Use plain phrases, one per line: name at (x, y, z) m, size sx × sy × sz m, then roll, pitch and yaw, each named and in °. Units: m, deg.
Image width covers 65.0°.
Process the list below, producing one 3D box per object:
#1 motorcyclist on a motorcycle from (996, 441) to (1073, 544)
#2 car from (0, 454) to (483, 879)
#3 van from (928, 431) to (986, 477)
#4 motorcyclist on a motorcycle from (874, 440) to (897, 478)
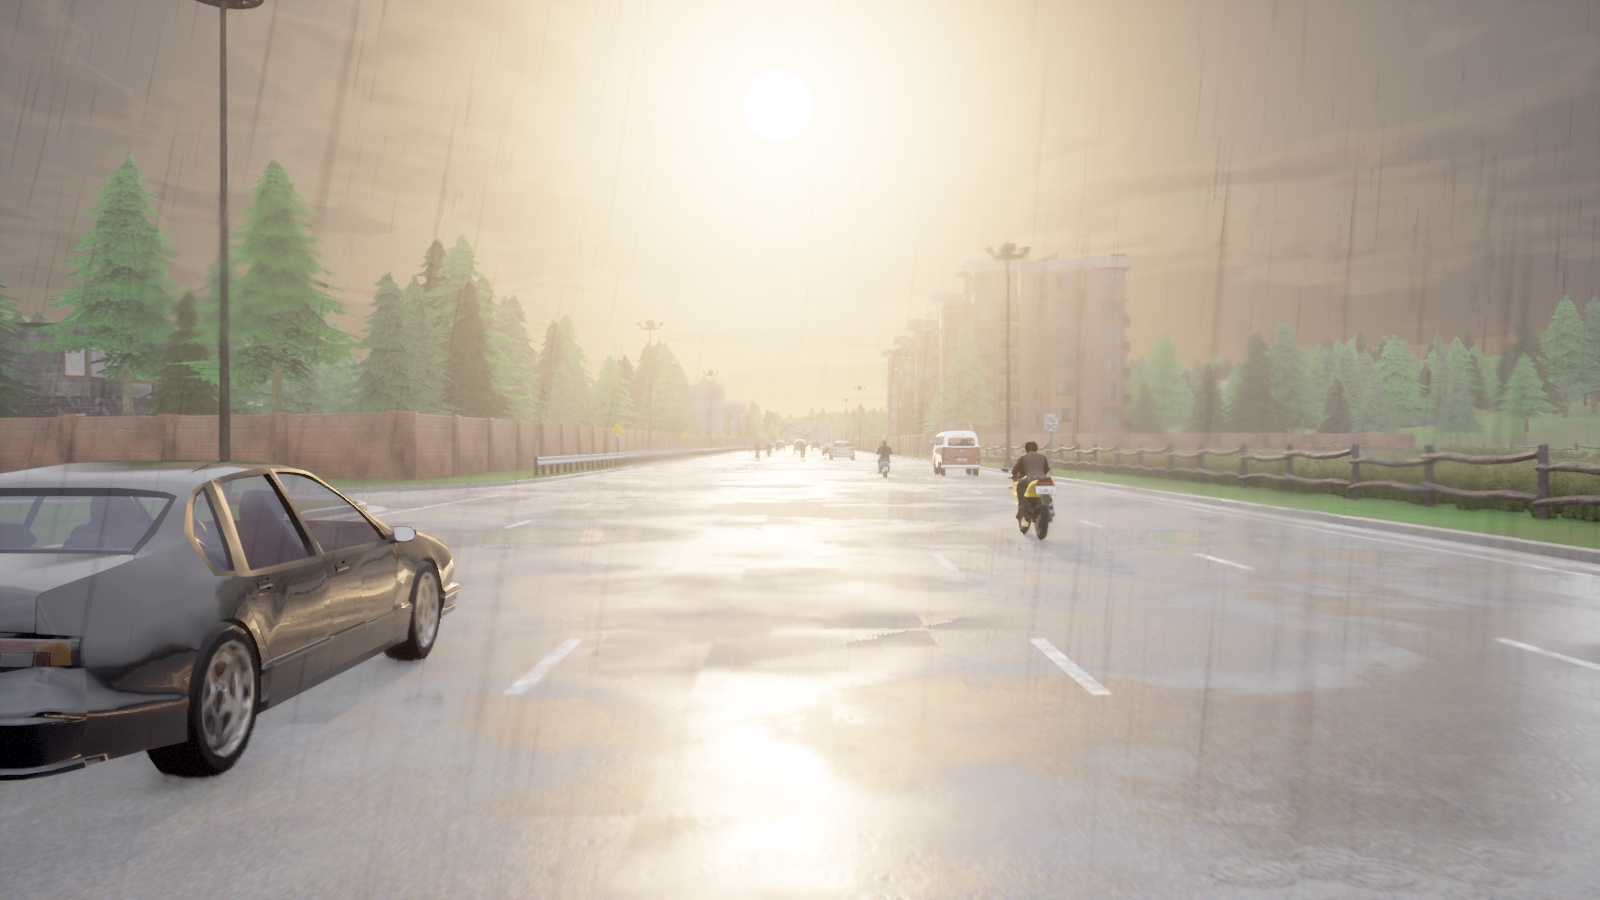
motorcyclist on a motorcycle at (3.626, 0.620, 19.577) m, size 0.797 × 1.523 × 2.044 m, roll 0°, pitch 0°, yaw -1°
car at (-3.460, 0.751, 6.984) m, size 2.033 × 1.411 × 5.357 m, roll 0°, pitch 0°, yaw 0°
van at (7.147, 0.150, 57.571) m, size 2.069 × 2.038 × 4.480 m, roll 0°, pitch 1°, yaw 0°
motorcyclist on a motorcycle at (3.638, 0.397, 53.806) m, size 0.866 × 1.590 × 1.817 m, roll 0°, pitch -1°, yaw 0°
